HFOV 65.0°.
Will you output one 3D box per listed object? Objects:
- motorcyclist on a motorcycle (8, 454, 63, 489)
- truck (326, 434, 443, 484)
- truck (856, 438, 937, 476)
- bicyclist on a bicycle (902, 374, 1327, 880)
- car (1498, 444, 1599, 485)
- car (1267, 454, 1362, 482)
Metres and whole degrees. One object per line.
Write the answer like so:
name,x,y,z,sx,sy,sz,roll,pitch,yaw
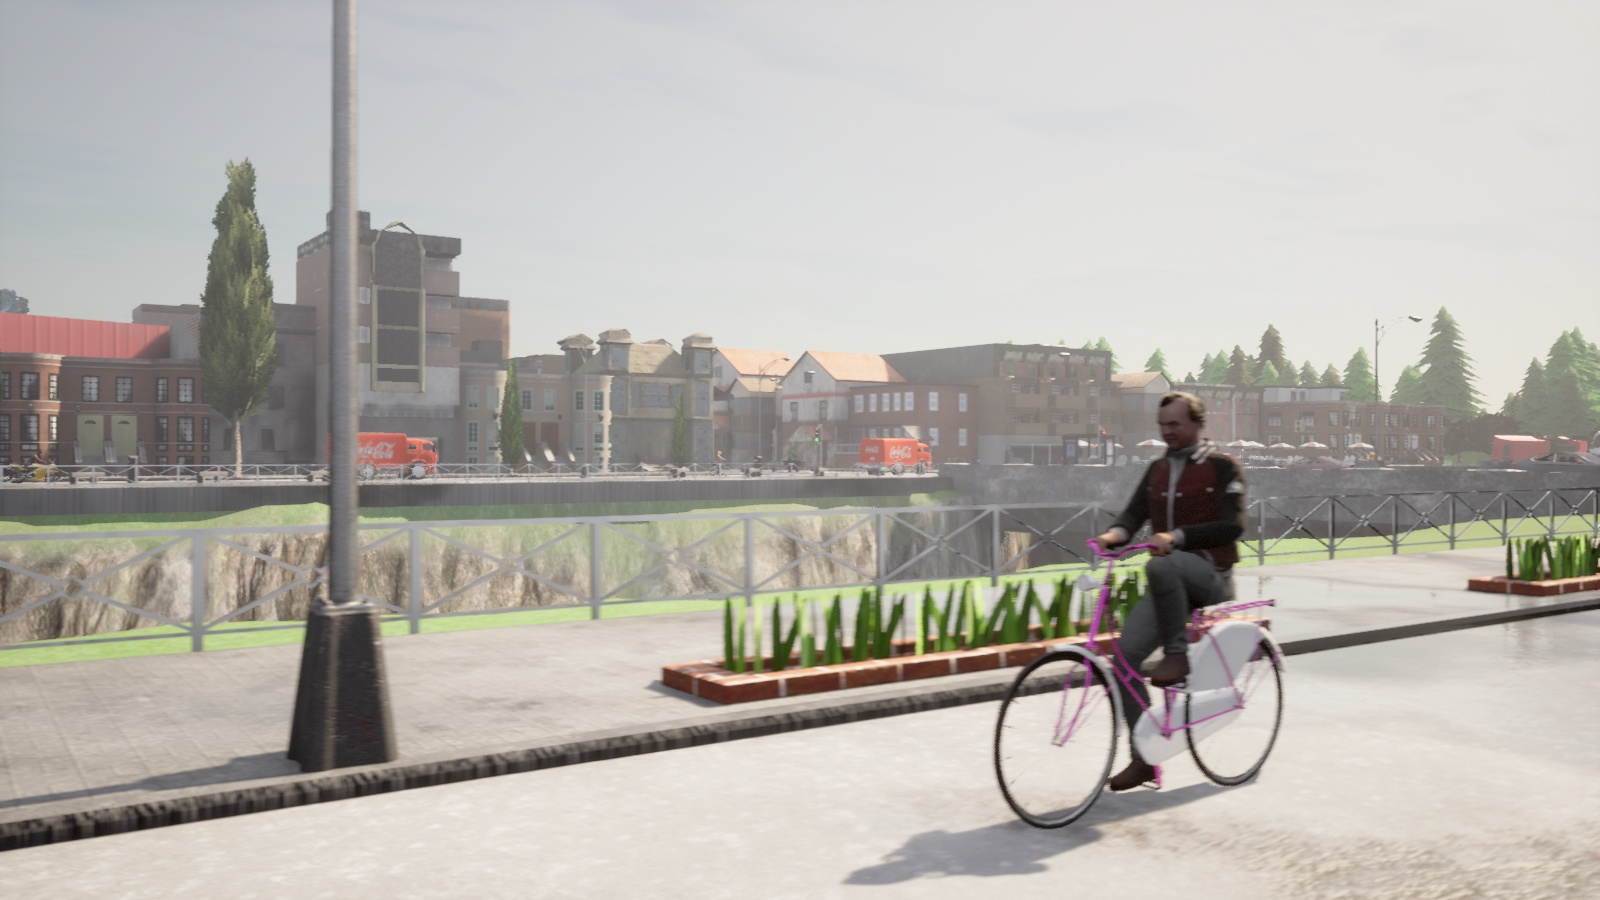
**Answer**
motorcyclist on a motorcycle,-33.960,0.936,55.818,2.044,1.523,0.797,0,0,-35
truck,-21.359,0.462,64.596,5.204,2.467,2.627,0,0,-35
truck,6.519,0.449,84.116,5.204,2.467,2.627,0,1,-45
bicyclist on a bicycle,1.350,0.625,5.208,1.843,1.776,0.659,0,0,-35
car,31.813,0.583,51.576,2.152,1.651,5.027,0,0,-35
car,26.860,0.913,65.696,1.994,1.385,4.181,0,0,-36
